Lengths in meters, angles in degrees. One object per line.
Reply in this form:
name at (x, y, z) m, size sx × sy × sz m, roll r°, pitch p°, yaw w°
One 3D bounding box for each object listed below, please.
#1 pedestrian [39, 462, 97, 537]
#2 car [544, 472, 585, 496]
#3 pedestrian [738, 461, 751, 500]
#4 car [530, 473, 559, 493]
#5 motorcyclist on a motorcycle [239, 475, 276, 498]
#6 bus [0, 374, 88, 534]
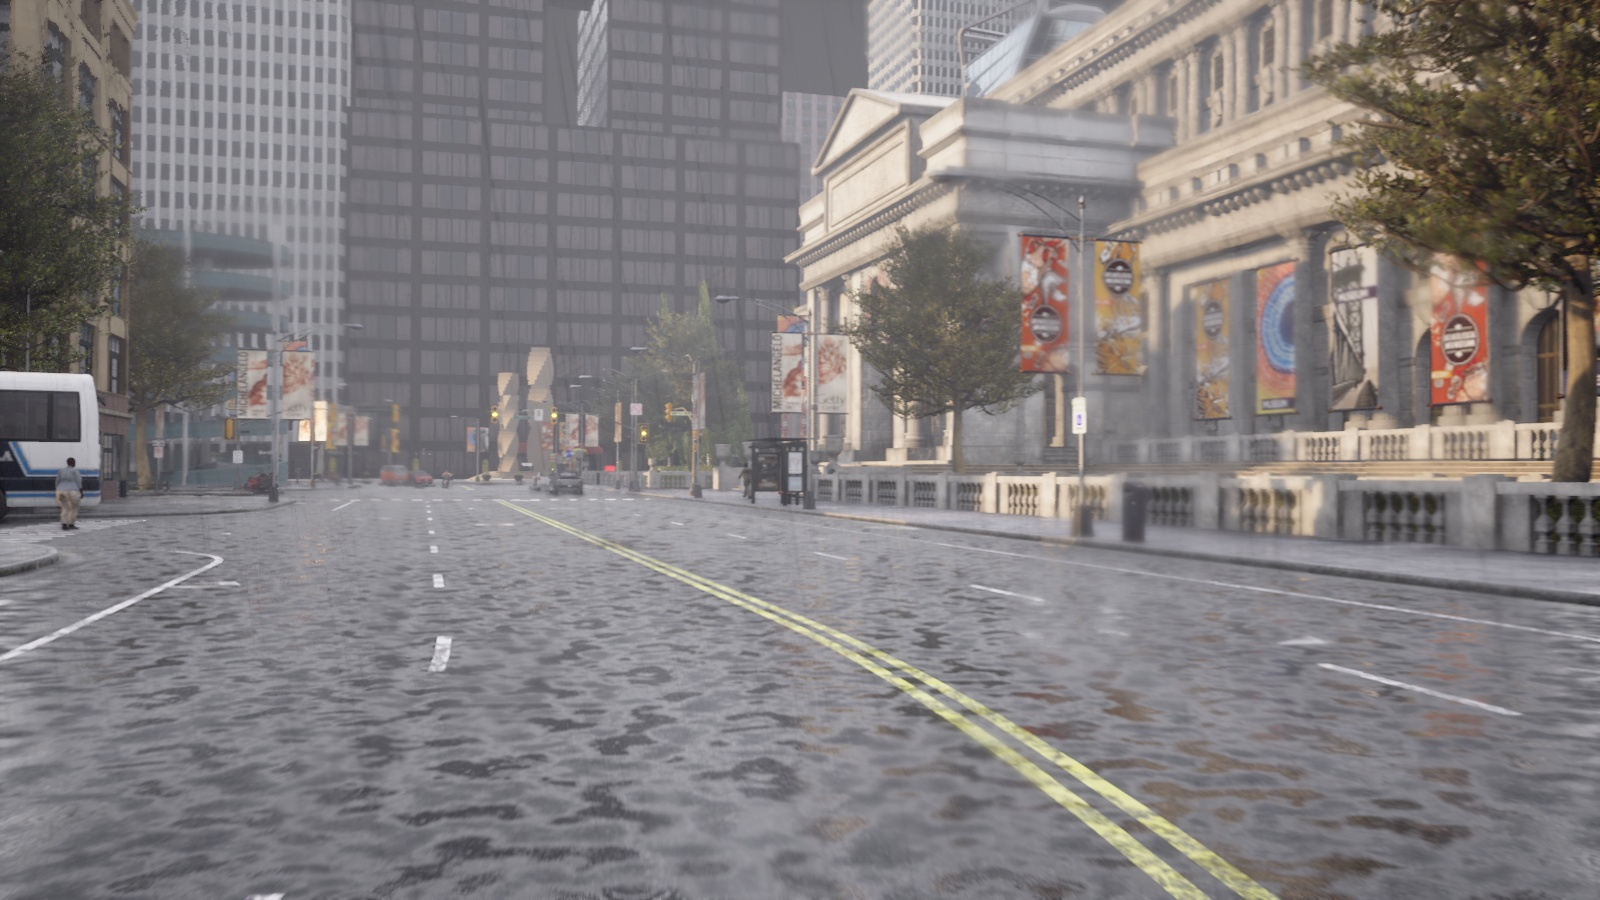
pedestrian at (-18.567, 1.244, 31.870) m, size 0.874 × 1.855 × 0.900 m, roll 0°, pitch -1°, yaw 9°
car at (-15.529, 2.229, 82.651) m, size 2.128 × 1.511 × 4.902 m, roll 0°, pitch -1°, yaw -17°
pedestrian at (-2.754, 1.529, 62.383) m, size 0.396 × 1.930 × 0.692 m, roll 0°, pitch -1°, yaw -25°
car at (-19.510, 2.527, 95.859) m, size 1.845 × 1.501 × 3.633 m, roll 0°, pitch -1°, yaw -17°
motorcyclist on a motorcycle at (-36.638, 2.446, 84.831) m, size 2.191 × 1.530 × 0.866 m, roll 0°, pitch -1°, yaw -13°
bus at (-24.945, 0.119, 33.510) m, size 10.273 × 4.253 × 3.944 m, roll 0°, pitch -1°, yaw -28°
